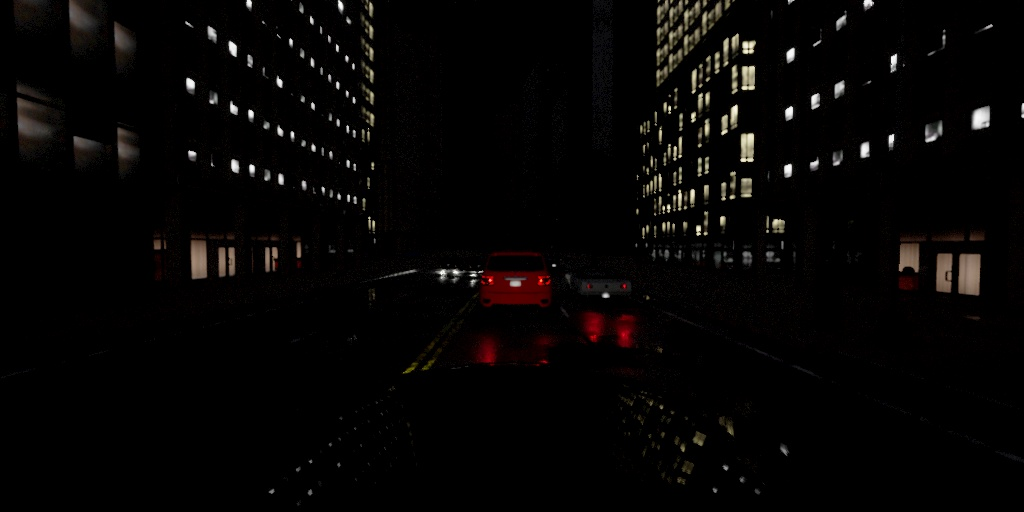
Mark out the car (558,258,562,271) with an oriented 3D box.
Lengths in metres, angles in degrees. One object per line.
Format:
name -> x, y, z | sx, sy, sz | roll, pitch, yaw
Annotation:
car -> 3.603, 0.744, 32.542 | 1.994, 1.385, 4.181 | 0, 1, 1

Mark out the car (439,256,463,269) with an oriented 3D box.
car -> -6.291, 0.649, 37.418 | 1.994, 1.385, 4.181 | 0, 1, 1

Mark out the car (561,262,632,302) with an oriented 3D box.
car -> 3.447, 1.105, 15.262 | 1.895, 1.301, 4.718 | 0, 1, 1

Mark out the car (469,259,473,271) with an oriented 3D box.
car -> -3.061, 0.692, 35.215 | 1.994, 1.385, 4.181 | 0, 1, 1

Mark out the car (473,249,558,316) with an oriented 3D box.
car -> 0.156, 0.779, 12.480 | 2.150, 2.045, 5.566 | 0, 1, 1
